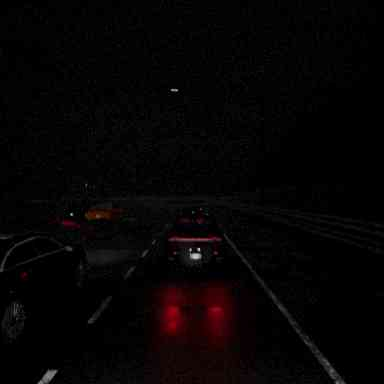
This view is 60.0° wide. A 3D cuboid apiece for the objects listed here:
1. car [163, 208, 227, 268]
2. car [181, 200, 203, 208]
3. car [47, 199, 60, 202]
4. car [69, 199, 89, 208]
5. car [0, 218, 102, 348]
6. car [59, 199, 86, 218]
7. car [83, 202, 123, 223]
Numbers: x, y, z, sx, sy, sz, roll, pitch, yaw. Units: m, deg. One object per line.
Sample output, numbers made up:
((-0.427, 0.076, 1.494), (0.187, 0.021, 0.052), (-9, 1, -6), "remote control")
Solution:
((0.097, 1.523, 11.355), (2.128, 1.511, 4.902), (0, 0, 0), "car")
((0.090, 1.776, 33.507), (1.812, 1.442, 4.674), (0, -1, 0), "car")
((-28.019, 2.229, 67.377), (1.882, 1.535, 5.008), (0, -1, 0), "car")
((-21.034, 2.111, 62.065), (2.097, 1.767, 4.553), (0, -1, 0), "car")
((-3.502, 1.502, 6.265), (2.128, 1.511, 4.902), (0, 0, 0), "car")
((-10.409, 1.723, 31.199), (1.837, 1.490, 4.892), (0, -1, 0), "car")
((-6.907, 1.642, 26.927), (1.882, 1.535, 5.008), (0, -1, 0), "car")
